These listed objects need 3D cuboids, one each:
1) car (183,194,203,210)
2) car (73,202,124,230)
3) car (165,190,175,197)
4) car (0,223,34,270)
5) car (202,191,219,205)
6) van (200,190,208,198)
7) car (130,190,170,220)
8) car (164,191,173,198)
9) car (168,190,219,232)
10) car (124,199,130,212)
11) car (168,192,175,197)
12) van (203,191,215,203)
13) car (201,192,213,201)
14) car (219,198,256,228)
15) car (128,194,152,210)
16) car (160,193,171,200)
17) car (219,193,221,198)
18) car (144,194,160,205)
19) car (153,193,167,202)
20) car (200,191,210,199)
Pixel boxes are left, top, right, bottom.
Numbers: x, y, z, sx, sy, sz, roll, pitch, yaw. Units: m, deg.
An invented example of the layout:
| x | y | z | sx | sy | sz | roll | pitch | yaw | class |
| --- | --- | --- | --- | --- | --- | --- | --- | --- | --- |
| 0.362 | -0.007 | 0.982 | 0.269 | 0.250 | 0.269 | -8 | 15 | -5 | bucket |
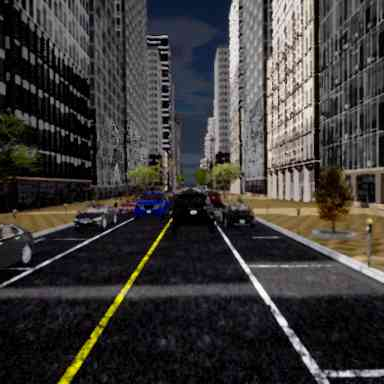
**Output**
| x | y | z | sx | sy | sz | roll | pitch | yaw | class |
| --- | --- | --- | --- | --- | --- | --- | --- | --- | --- |
| 0.087 | 1.090 | 37.574 | 2.128 | 1.511 | 4.902 | -1 | 1 | 0 | car |
| -5.697 | 1.396 | 19.942 | 2.008 | 1.369 | 4.403 | -1 | 1 | 0 | car |
| -5.716 | 0.429 | 88.140 | 2.192 | 1.841 | 5.009 | -1 | 1 | 0 | car |
| -5.695 | 1.516 | 8.576 | 2.008 | 1.369 | 4.403 | -1 | 1 | 0 | car |
| 2.672 | 0.773 | 48.358 | 2.192 | 1.841 | 5.009 | -1 | 1 | 0 | car |
| 2.667 | 0.494 | 76.774 | 1.690 | 1.788 | 3.998 | -1 | 1 | 0 | van |
| -3.003 | 0.977 | 25.803 | 2.150 | 2.045 | 5.566 | -1 | 1 | 0 | car |
| -5.712 | 0.615 | 82.458 | 1.967 | 1.590 | 4.097 | -1 | 1 | 0 | car |
| 0.078 | 1.024 | 18.617 | 2.150 | 2.045 | 5.566 | -1 | 1 | 0 | car |
| -5.699 | 1.306 | 31.309 | 1.802 | 1.307 | 4.206 | -1 | 1 | 0 | car |
| -5.713 | 0.634 | 93.826 | 1.802 | 1.307 | 4.206 | -1 | 1 | 0 | car |
| 2.672 | 0.739 | 54.041 | 1.690 | 1.788 | 3.998 | -1 | 1 | 0 | van |
| 2.673 | 0.777 | 59.725 | 1.967 | 1.590 | 4.097 | -1 | 1 | 0 | car |
| 2.683 | 1.311 | 19.943 | 2.008 | 1.369 | 4.403 | -1 | 1 | 0 | car |
| -5.703 | 1.104 | 36.991 | 1.967 | 1.590 | 4.097 | -1 | 1 | 0 | car |
| -5.708 | 0.849 | 71.092 | 2.008 | 1.369 | 4.403 | -1 | 1 | 0 | car |
| 2.673 | 0.834 | 42.674 | 2.192 | 1.841 | 5.009 | -1 | 1 | 0 | car |
| -5.703 | 1.070 | 48.189 | 1.752 | 1.417 | 4.829 | -1 | 1 | 0 | car |
| -5.706 | 0.987 | 59.726 | 1.947 | 1.339 | 4.313 | -1 | 1 | 0 | car |
| 2.670 | 0.654 | 71.092 | 1.967 | 1.590 | 4.097 | -1 | 1 | 0 | car |
